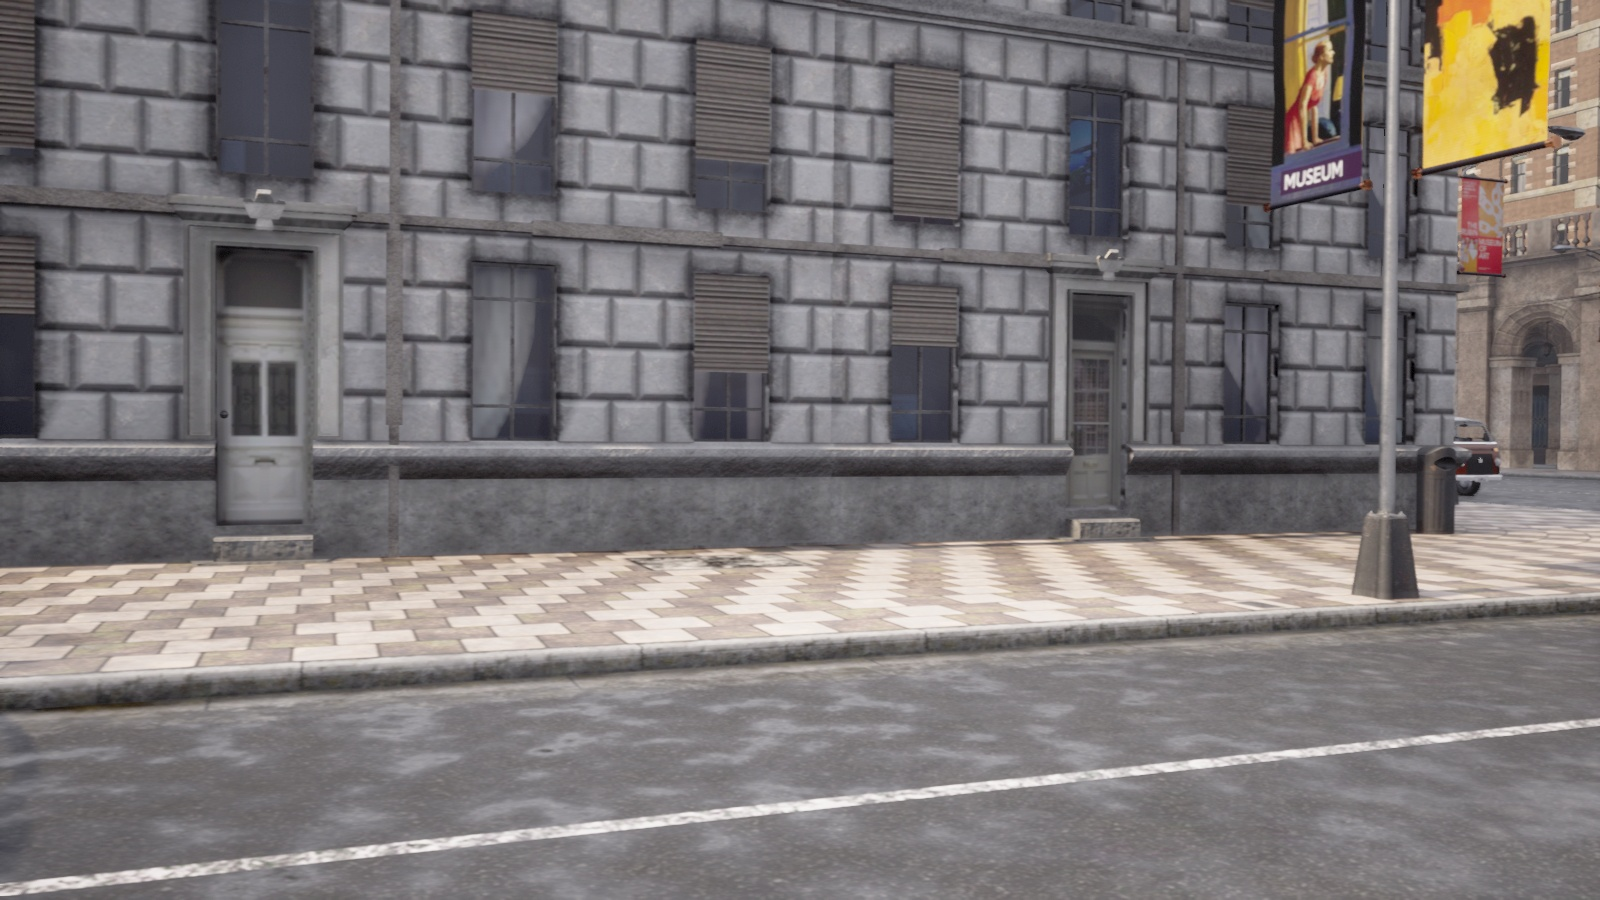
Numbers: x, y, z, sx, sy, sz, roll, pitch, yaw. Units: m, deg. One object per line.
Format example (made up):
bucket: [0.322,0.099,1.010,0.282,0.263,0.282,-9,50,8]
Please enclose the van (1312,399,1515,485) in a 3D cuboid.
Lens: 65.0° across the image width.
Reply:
van: [15.645,-0.233,32.329,2.069,2.038,4.480,-1,1,-21]
